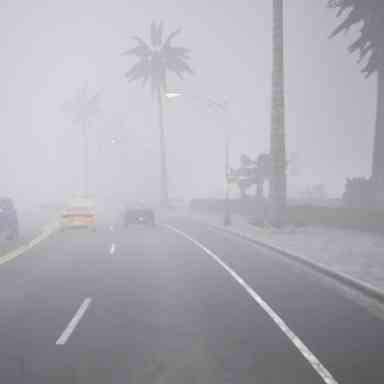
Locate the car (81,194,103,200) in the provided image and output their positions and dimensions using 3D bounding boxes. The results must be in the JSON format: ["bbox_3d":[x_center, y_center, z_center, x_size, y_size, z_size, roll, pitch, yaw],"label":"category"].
[{"bbox_3d":[-24.670,1.340,82.137,4.674,1.452,2.002,0,0,14],"label":"car"}]

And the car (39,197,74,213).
[{"bbox_3d":[-15.130,1.542,36.309,2.033,1.411,5.357,-1,0,-39],"label":"car"}]

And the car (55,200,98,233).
[{"bbox_3d":[-6.702,1.463,19.802,1.882,1.535,5.008,0,0,-16],"label":"car"}]

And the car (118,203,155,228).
[{"bbox_3d":[-3.736,1.436,21.991,1.882,1.535,5.008,0,0,-17],"label":"car"}]

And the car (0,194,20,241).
[{"bbox_3d":[-8.801,1.241,13.577,2.150,2.045,5.566,0,0,-14],"label":"car"}]

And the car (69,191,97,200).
[{"bbox_3d":[-13.480,1.194,39.656,2.150,2.045,5.566,0,0,-41],"label":"car"}]
